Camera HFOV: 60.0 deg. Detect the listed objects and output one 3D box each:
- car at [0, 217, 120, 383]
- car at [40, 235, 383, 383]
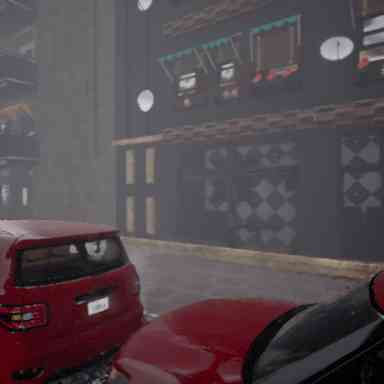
[{"bbox_3d":[-2.954,1.312,4.984,5.009,1.841,2.192,0,0,35],"label":"car"},{"bbox_3d":[1.660,1.316,1.695,5.009,1.841,2.192,0,0,35],"label":"car"}]
